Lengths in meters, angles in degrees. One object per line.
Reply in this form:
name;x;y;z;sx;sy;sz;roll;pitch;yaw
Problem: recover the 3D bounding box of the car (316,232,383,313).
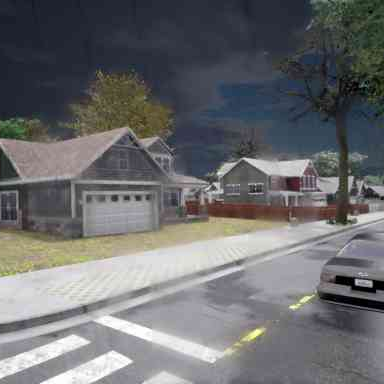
car;4.562;1.671;7.795;2.033;1.411;5.357;-2;-2;38
